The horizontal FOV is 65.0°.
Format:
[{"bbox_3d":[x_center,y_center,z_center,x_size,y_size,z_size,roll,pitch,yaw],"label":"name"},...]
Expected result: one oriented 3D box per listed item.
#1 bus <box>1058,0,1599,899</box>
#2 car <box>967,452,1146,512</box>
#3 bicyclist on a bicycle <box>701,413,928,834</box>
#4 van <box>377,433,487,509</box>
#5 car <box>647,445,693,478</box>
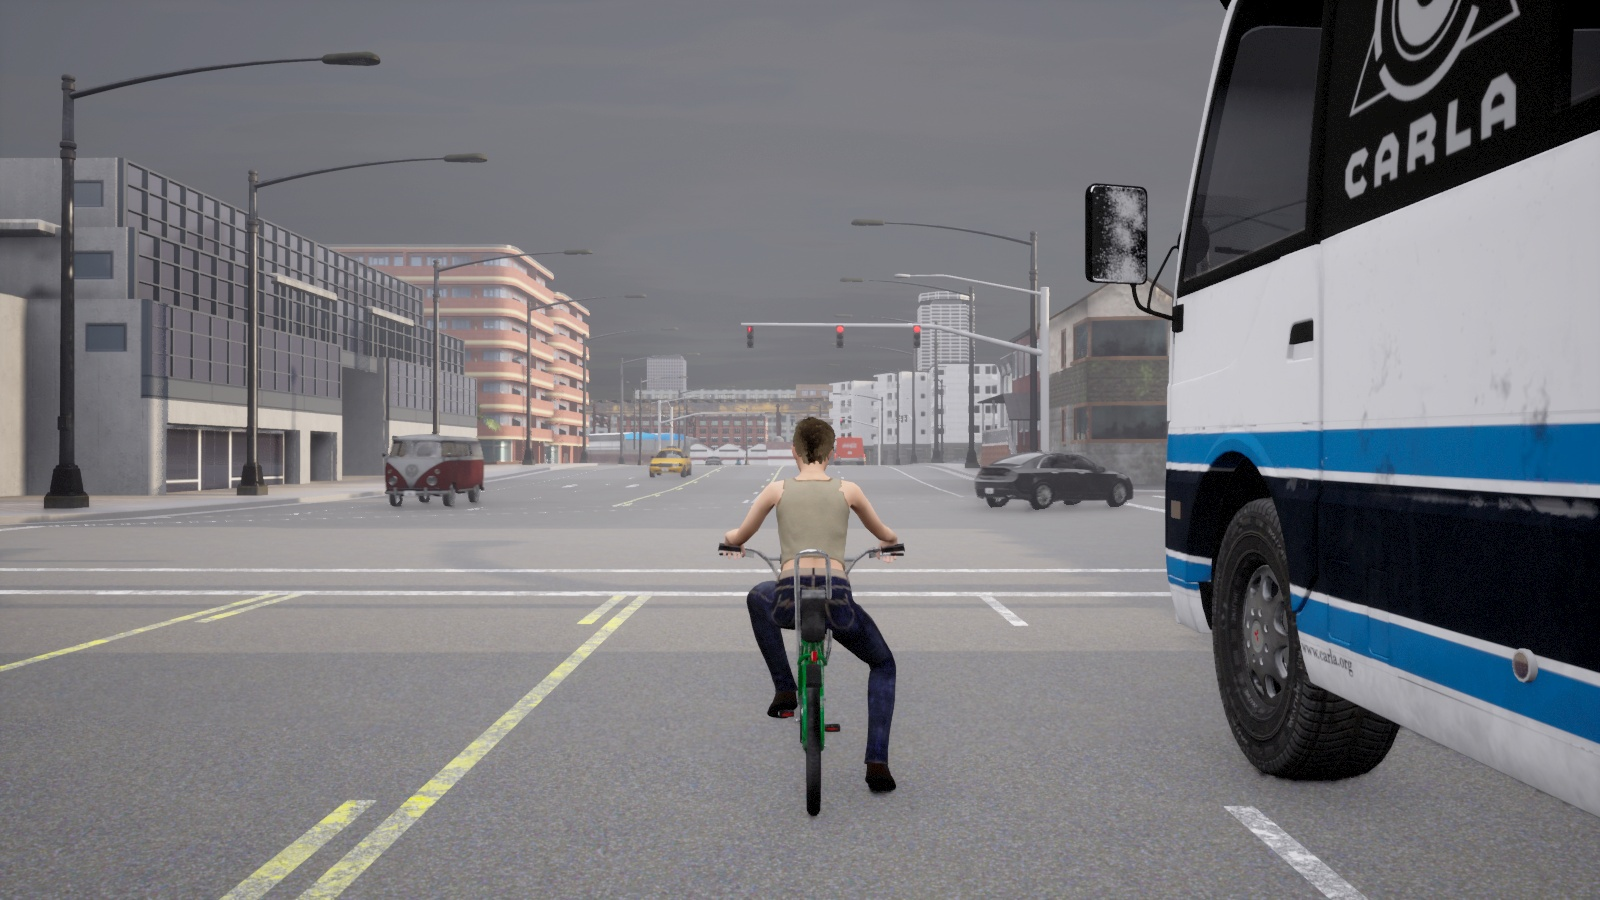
[{"bbox_3d":[3.564,-0.636,2.680,3.944,4.253,10.273,0,0,0],"label":"bus"},{"bbox_3d":[6.925,0.818,33.719,4.892,1.490,1.837,0,0,-35],"label":"car"},{"bbox_3d":[0.053,0.663,5.561,0.866,1.612,1.509,0,0,0],"label":"bicyclist on a bicycle"},{"bbox_3d":[-10.283,0.550,35.385,1.775,1.987,4.442,0,0,0],"label":"van"},{"bbox_3d":[-6.617,0.551,64.462,1.801,1.575,5.366,0,1,0],"label":"car"}]
